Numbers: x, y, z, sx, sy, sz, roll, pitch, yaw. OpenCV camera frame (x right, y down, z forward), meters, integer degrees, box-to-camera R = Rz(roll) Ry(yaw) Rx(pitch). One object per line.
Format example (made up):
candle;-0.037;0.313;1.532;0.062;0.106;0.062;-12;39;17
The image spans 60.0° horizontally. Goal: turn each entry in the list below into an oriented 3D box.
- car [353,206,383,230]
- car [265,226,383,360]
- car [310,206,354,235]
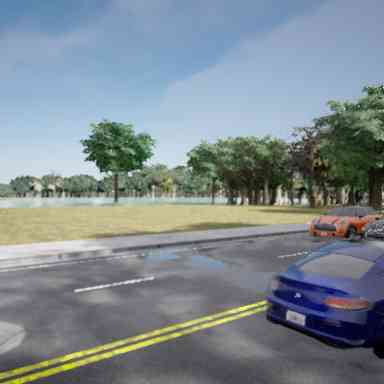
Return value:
car;9.562;1.531;14.930;4.553;1.767;2.097;1;-1;-37
car;3.282;1.595;5.975;4.674;1.442;1.812;1;-1;-37
car;8.484;1.553;18.177;4.553;1.767;2.097;1;-1;-37
